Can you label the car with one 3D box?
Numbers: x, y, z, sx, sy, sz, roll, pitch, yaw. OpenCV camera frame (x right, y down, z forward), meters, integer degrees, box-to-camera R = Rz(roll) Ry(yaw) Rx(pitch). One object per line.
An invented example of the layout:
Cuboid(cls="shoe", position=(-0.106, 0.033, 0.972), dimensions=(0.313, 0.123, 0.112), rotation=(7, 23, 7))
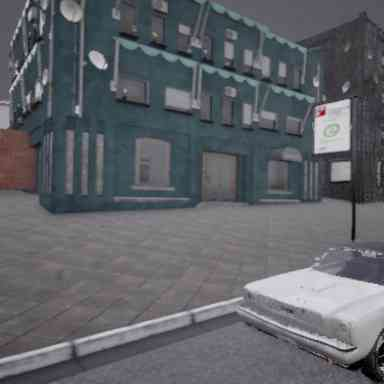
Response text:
Cuboid(cls="car", position=(3.006, 1.579, 5.529), dimensions=(4.718, 1.301, 1.895), rotation=(0, 0, -36))
